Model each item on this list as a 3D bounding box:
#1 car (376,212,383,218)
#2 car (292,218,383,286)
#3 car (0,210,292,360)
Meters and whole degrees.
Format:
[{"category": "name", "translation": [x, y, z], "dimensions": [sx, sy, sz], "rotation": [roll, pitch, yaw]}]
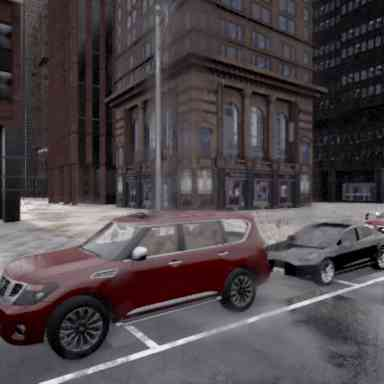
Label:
[{"category": "car", "translation": [8.530, 1.312, 12.737], "dimensions": [5.009, 1.841, 2.192], "rotation": [0, 0, -36]}, {"category": "car", "translation": [3.908, 1.564, 9.439], "dimensions": [4.313, 1.339, 1.947], "rotation": [0, 0, -36]}, {"category": "car", "translation": [-0.713, 1.315, 6.142], "dimensions": [5.009, 1.841, 2.192], "rotation": [0, 0, -36]}]
